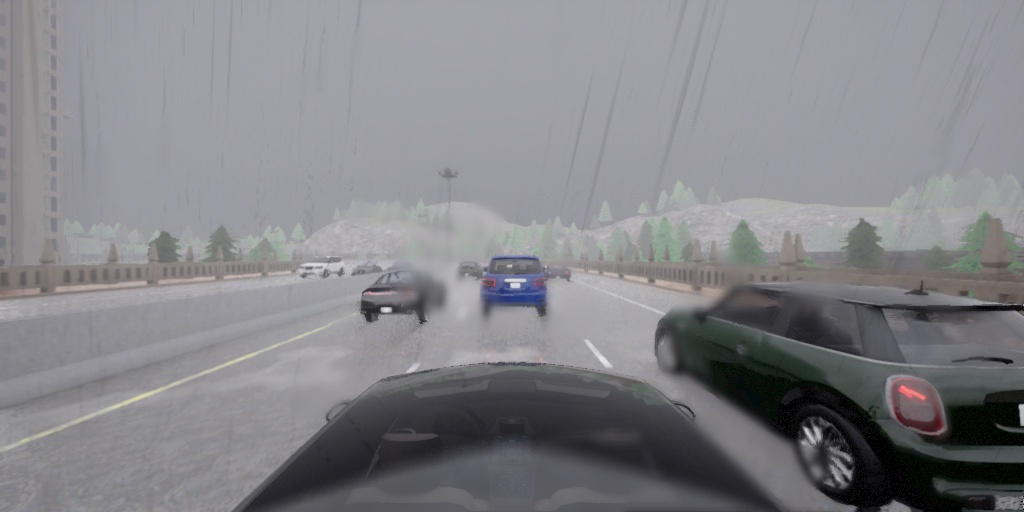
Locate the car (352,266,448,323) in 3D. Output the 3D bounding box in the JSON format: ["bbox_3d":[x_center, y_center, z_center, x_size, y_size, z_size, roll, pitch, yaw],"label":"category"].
[{"bbox_3d":[-3.399,1.244,12.120,2.128,1.511,4.902,0,0,0],"label":"car"}]

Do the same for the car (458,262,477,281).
[{"bbox_3d":[-3.438,1.281,30.360,1.837,1.490,4.892,0,0,-1],"label":"car"}]

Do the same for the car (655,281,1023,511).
[{"bbox_3d":[3.599,1.101,4.562,2.097,1.767,4.553,0,0,0],"label":"car"}]

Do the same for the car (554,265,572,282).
[{"bbox_3d":[3.587,1.375,29.233,1.895,1.301,4.718,0,0,-1],"label":"car"}]

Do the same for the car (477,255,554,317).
[{"bbox_3d":[0.101,0.975,13.392,2.150,2.045,5.566,0,0,0],"label":"car"}]

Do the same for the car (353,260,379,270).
[{"bbox_3d":[-14.348,1.355,35.850,1.994,1.385,4.181,0,0,-3],"label":"car"}]

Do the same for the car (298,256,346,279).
[{"bbox_3d":[-17.725,1.007,33.816,2.150,2.045,5.566,0,0,-2],"label":"car"}]

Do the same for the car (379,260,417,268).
[{"bbox_3d":[-10.744,1.334,34.660,2.033,1.411,5.357,0,0,-2],"label":"car"}]
